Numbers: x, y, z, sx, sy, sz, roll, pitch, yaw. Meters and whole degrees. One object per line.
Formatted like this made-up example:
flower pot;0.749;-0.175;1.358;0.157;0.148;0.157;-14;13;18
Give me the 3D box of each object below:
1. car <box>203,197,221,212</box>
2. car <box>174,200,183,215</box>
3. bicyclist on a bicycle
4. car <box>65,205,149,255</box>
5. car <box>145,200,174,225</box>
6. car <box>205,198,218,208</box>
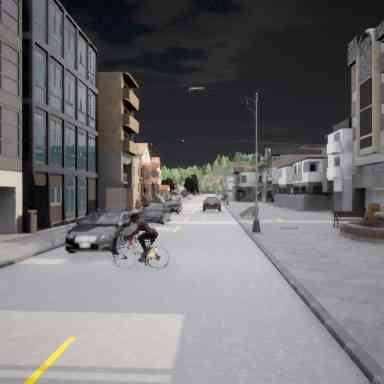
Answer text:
car;2.379;1.352;39.576;2.097;1.767;4.553;0;0;4
car;-2.032;1.547;34.849;2.033;1.411;5.357;0;0;4
bicyclist on a bicycle;-1.483;1.451;9.661;1.656;1.620;0.582;-1;0;3
car;-3.390;1.492;13.424;2.128;1.511;4.902;0;0;4
car;-2.687;1.504;23.962;1.837;1.490;4.892;0;0;4
car;2.950;1.601;49.423;1.895;1.301;4.718;0;0;4
